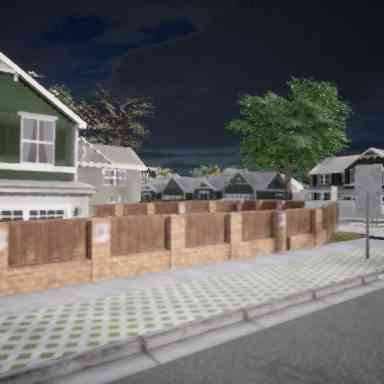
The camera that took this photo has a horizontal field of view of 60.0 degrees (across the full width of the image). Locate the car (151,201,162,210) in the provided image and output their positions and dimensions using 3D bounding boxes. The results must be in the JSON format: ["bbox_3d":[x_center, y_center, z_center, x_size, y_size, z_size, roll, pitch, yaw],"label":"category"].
[{"bbox_3d":[-4.634,2.027,46.946,1.812,1.442,4.674,2,-2,-39],"label":"car"}]
